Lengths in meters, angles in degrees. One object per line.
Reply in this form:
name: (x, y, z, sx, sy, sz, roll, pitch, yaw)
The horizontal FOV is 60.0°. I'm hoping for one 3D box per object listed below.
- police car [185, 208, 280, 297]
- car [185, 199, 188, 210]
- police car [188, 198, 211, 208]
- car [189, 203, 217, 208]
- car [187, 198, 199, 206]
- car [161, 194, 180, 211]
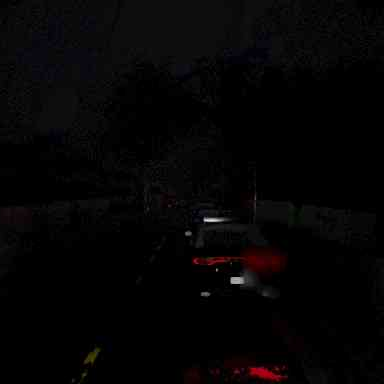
police car: (0.843, 1.432, 8.729, 1.930, 1.638, 5.238, 0, 0, 0)
car: (0.119, 1.667, 45.423, 1.994, 1.385, 4.181, 0, 0, 2)
police car: (0.880, 1.453, 24.738, 1.930, 1.638, 5.238, 0, 0, 0)
car: (0.866, 1.543, 18.624, 1.812, 1.442, 4.674, 0, 0, 0)
car: (0.135, 1.730, 58.981, 1.994, 1.385, 4.181, 0, 0, 0)
car: (-2.657, 1.309, 41.975, 2.150, 2.045, 5.566, 0, 0, 0)
